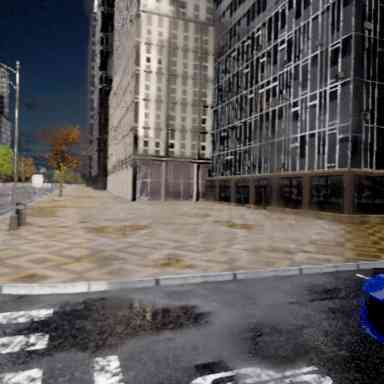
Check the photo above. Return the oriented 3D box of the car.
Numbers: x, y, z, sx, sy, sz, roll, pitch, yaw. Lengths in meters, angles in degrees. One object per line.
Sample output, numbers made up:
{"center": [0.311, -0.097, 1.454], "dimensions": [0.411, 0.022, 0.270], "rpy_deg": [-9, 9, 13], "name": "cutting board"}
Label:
{"center": [4.928, 1.519, 5.065], "dimensions": [5.008, 1.535, 1.882], "rpy_deg": [1, 0, -20], "name": "car"}
